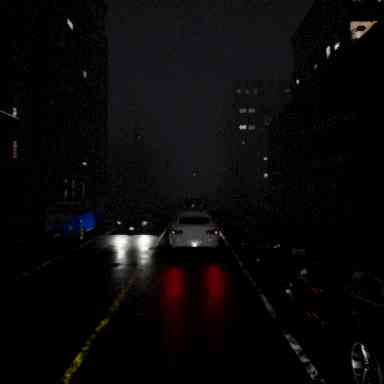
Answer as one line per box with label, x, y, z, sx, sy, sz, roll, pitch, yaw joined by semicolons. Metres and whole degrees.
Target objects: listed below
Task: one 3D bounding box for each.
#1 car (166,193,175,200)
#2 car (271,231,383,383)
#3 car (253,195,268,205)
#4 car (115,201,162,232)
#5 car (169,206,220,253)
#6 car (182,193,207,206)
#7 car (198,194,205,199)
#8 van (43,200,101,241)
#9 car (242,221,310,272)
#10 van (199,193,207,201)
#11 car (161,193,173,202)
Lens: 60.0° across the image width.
car;-5.713;1.135;88.085;2.192;1.841;5.009;0;0;0
car;2.693;1.551;4.824;1.947;1.339;4.313;0;0;0
car;13.449;1.456;58.878;5.009;1.841;2.192;1;-1;-1
car;-3.107;1.489;19.768;2.033;1.411;5.357;0;0;0
car;0.090;1.485;13.283;1.812;1.442;4.674;0;0;0
car;0.089;1.262;31.996;2.097;1.767;4.553;0;0;0
car;2.666;1.256;93.718;1.967;1.590;4.097;0;0;0
van;-5.691;1.292;16.144;1.690;1.788;3.998;0;0;0
car;2.690;1.534;10.486;1.947;1.339;4.313;0;0;0
van;2.669;1.167;82.457;1.690;1.788;3.998;0;0;0
car;-5.708;1.405;71.194;1.947;1.339;4.313;0;0;0
